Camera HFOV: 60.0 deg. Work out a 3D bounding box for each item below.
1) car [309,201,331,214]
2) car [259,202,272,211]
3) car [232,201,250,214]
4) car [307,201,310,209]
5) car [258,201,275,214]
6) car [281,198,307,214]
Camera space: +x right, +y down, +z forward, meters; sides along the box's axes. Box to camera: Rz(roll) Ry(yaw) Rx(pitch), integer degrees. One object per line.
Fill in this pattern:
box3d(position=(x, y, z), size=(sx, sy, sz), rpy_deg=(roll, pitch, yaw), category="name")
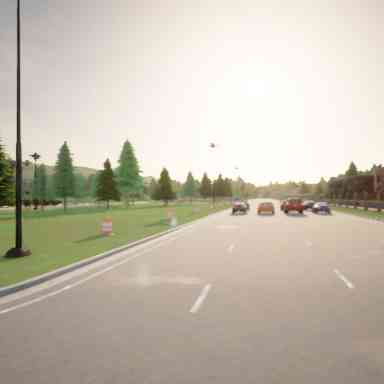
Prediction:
box3d(position=(16.888, 2.079, 43.461), size=(1.812, 1.442, 4.674), rpy_deg=(-1, -1, 13), category="car")
box3d(position=(12.079, 2.362, 54.736), size=(1.994, 1.385, 4.181), rpy_deg=(-1, -1, 12), category="car")
box3d(position=(6.533, 2.204, 45.260), size=(1.837, 1.490, 4.892), rpy_deg=(-1, -1, 12), category="car")
box3d(position=(18.925, 2.201, 53.280), size=(1.837, 1.490, 4.892), rpy_deg=(-1, -1, 12), category="car")
box3d(position=(9.997, 2.004, 44.720), size=(2.097, 1.767, 4.553), rpy_deg=(-1, -1, 13), category="car")
box3d(position=(13.358, 1.819, 43.723), size=(2.150, 2.045, 5.566), rpy_deg=(-1, -1, 12), category="car")
